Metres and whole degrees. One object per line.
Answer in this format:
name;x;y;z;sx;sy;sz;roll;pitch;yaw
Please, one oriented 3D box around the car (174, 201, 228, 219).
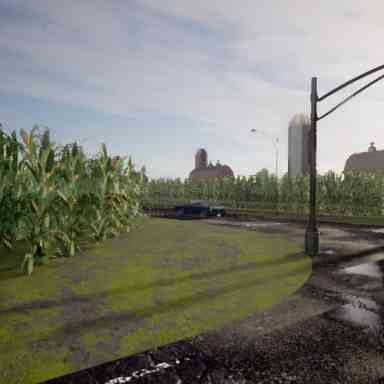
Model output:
car;0.648;1.397;26.407;1.895;1.301;4.718;2;0;-38
